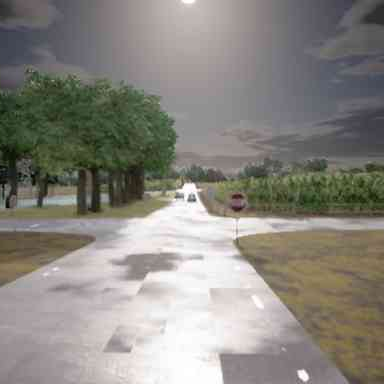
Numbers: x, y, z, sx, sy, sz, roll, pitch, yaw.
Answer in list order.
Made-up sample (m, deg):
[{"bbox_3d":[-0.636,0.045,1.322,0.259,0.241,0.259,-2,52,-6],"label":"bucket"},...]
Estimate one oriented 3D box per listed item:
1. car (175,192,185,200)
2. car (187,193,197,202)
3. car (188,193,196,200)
[{"bbox_3d":[-2.769,0.771,75.803,2.097,1.767,4.553,0,1,0],"label":"car"},{"bbox_3d":[-0.018,1.427,71.616,1.994,1.385,4.181,0,1,0],"label":"car"},{"bbox_3d":[-0.020,0.977,81.610,1.882,1.535,5.008,0,2,0],"label":"car"}]
